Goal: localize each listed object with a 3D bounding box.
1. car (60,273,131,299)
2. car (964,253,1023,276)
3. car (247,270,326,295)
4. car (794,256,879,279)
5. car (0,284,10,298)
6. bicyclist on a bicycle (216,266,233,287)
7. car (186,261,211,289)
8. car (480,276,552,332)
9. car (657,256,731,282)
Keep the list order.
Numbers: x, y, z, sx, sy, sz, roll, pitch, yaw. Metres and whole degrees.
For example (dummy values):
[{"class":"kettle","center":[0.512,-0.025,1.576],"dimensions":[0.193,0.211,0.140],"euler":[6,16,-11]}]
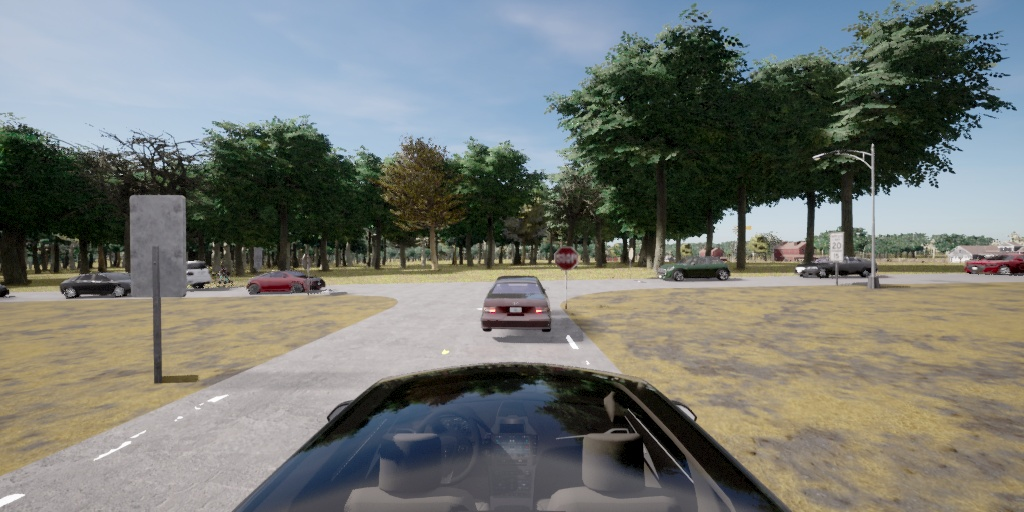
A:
[{"class":"car","center":[-24.897,1.769,22.253],"dimensions":[4.892,1.490,1.837],"euler":[-2,1,0]},{"class":"car","center":[34.903,0.556,25.091],"dimensions":[5.008,1.535,1.882],"euler":[-1,1,0]},{"class":"car","center":[-13.882,1.578,22.165],"dimensions":[4.181,1.385,1.994],"euler":[-1,1,2]},{"class":"car","center":[22.604,0.770,25.120],"dimensions":[4.902,1.511,2.128],"euler":[-1,1,0]},{"class":"car","center":[-34.322,2.055,22.284],"dimensions":[4.181,1.385,1.994],"euler":[-1,1,1]},{"class":"bicyclist on a bicycle","center":[-22.625,1.603,28.221],"dimensions":[0.582,1.620,1.656],"euler":[-1,0,0]},{"class":"car","center":[-24.443,1.433,25.197],"dimensions":[5.566,2.045,2.150],"euler":[-1,1,0]},{"class":"car","center":[0.172,1.295,10.829],"dimensions":[2.033,1.411,5.357],"euler":[0,0,2]},{"class":"car","center":[12.585,0.811,25.076],"dimensions":[4.553,1.767,2.097],"euler":[-1,1,-1]}]
